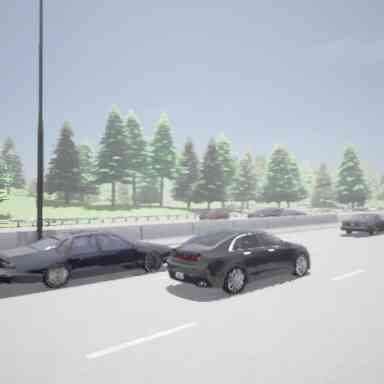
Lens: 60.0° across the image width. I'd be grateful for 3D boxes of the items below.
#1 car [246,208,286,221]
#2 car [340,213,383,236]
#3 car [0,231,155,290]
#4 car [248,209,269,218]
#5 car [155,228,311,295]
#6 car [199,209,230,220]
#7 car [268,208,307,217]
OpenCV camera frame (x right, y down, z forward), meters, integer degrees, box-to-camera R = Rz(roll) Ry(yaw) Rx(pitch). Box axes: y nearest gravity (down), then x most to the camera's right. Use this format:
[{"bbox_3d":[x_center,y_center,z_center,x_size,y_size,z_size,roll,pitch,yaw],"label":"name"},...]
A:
[{"bbox_3d":[9.689,2.880,43.337,5.357,1.411,2.033,1,-2,-36],"label":"car"},{"bbox_3d":[12.379,2.203,23.186,5.357,1.411,2.033,1,-2,-39],"label":"car"},{"bbox_3d":[-3.094,1.918,10.317,5.357,1.411,2.033,1,-2,-40],"label":"car"},{"bbox_3d":[8.998,2.687,38.472,4.892,1.490,1.837,1,-3,-37],"label":"car"},{"bbox_3d":[1.558,1.814,9.652,4.892,1.490,1.837,1,-2,-40],"label":"car"},{"bbox_3d":[2.928,2.931,42.635,4.181,1.385,1.994,1,-2,-38],"label":"car"},{"bbox_3d":[10.519,2.626,35.238,4.181,1.385,1.994,1,-2,-37],"label":"car"}]
